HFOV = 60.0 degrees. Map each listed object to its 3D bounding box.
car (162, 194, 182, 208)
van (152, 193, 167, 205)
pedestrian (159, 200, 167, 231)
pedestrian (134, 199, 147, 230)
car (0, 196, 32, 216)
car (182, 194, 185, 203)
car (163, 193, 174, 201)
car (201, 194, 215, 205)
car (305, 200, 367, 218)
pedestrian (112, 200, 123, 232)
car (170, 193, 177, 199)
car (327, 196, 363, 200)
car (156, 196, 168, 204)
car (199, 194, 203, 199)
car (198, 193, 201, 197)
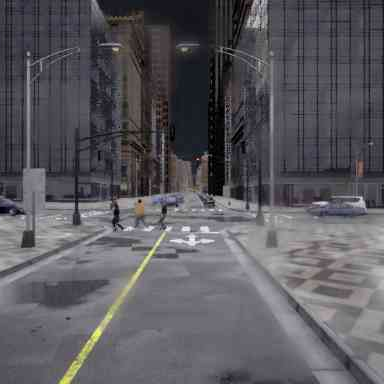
[{"bbox_3d":[-2.911,1.433,48.500,1.882,1.535,5.008,0,0,0],"label":"car"},{"bbox_3d":[-5.624,1.283,56.001,1.690,1.788,3.998,0,0,0],"label":"van"},{"bbox_3d":[-1.649,1.287,19.061,0.375,1.860,0.375,0,0,0],"label":"pedestrian"},{"bbox_3d":[-3.038,1.286,19.657,0.375,1.860,0.375,0,0,0],"label":"pedestrian"},{"bbox_3d":[-16.317,1.135,28.669,4.553,1.767,2.097,1,0,0],"label":"car"},{"bbox_3d":[-2.829,1.501,58.459,1.994,1.385,4.181,0,0,1],"label":"car"},{"bbox_3d":[-5.469,1.204,78.595,2.192,1.841,5.009,0,0,0],"label":"car"},{"bbox_3d":[2.901,1.508,55.944,1.947,1.339,4.313,0,0,0],"label":"car"},{"bbox_3d":[13.762,1.742,31.940,5.357,1.411,2.033,1,0,0],"label":"car"},{"bbox_3d":[-4.192,1.288,18.460,0.375,1.860,0.375,0,0,0],"label":"pedestrian"},{"bbox_3d":[-5.355,1.179,95.436,1.690,1.788,3.998,0,0,0],"label":"car"},{"bbox_3d":[15.412,1.449,35.176,5.566,2.045,2.150,1,0,1],"label":"car"},{"bbox_3d":[-5.586,1.513,61.650,1.802,1.307,4.206,0,0,0],"label":"car"},{"bbox_3d":[3.015,1.487,72.891,1.802,1.307,4.206,0,0,0],"label":"car"},{"bbox_3d":[3.093,1.418,84.189,1.887,1.381,4.507,0,0,0],"label":"car"}]
